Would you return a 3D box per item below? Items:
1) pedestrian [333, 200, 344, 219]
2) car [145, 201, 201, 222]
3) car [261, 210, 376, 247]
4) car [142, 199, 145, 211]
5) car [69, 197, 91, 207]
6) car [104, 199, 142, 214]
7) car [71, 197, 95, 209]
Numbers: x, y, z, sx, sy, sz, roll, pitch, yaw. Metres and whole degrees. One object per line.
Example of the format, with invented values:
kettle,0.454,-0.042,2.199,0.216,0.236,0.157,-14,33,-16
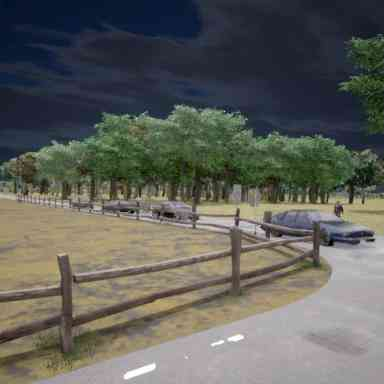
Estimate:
pedestrian,9.214,1.391,20.992,0.375,1.860,0.375,2,-1,-35
car,-1.236,1.475,25.376,2.128,1.511,4.902,2,-1,-35
car,5.387,1.517,15.105,2.033,1.411,5.357,1,-1,-26
car,-6.505,1.540,37.876,2.128,1.511,4.902,2,-1,-35
car,-18.477,1.576,54.696,2.033,1.411,5.357,2,-1,-35
car,-7.587,1.526,34.309,2.033,1.411,5.357,2,-1,-35
car,-14.415,1.479,43.979,1.837,1.490,4.892,2,-1,-35
